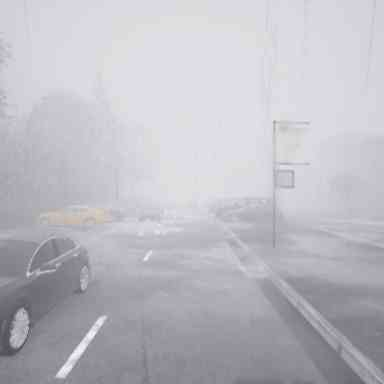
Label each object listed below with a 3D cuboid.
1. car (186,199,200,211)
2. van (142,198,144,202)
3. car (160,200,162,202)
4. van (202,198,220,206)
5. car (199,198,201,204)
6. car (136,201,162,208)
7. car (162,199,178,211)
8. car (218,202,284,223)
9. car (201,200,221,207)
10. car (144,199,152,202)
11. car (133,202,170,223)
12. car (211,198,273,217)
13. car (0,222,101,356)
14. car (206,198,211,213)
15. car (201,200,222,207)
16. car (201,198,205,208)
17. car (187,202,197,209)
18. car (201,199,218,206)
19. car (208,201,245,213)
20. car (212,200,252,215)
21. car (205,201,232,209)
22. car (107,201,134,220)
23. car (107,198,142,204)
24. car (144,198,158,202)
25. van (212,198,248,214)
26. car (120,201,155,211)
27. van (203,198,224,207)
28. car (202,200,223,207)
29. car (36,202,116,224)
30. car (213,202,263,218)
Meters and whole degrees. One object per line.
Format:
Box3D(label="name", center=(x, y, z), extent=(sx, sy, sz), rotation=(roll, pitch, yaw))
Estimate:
Box3D(label="car", center=(-0.027, 2.206, 52.589), extent=(1.837, 1.490, 4.892), rotation=(0, -1, 0))
Box3D(label="van", center=(-8.457, 1.724, 40.191), extent=(4.442, 1.987, 1.878), rotation=(0, -1, 0))
Box3D(label="car", center=(-8.348, 2.064, 59.685), extent=(5.566, 2.045, 2.435), rotation=(0, -1, 0))
Box3D(label="van", center=(4.767, 2.635, 85.105), extent=(4.442, 1.987, 1.878), rotation=(0, -1, 0))
Box3D(label="car", center=(4.500, 2.490, 68.284), extent=(5.366, 1.575, 1.946), rotation=(0, -1, 0))
Box3D(label="car", center=(-8.385, 2.466, 65.126), extent=(4.674, 1.452, 2.002), rotation=(0, -1, 0))
Box3D(label="car", center=(-3.309, 2.226, 53.553), extent=(1.837, 1.490, 4.892), rotation=(0, -2, 0))
Box3D(label="car", center=(4.752, 1.734, 26.249), extent=(4.892, 1.521, 2.231), rotation=(0, -1, 0))
Box3D(label="car", center=(4.662, 2.799, 82.298), extent=(5.008, 1.535, 2.097), rotation=(0, -1, 0))
Box3D(label="car", center=(-8.347, 2.094, 45.758), extent=(4.674, 1.452, 2.002), rotation=(0, -1, 0))
Box3D(label="car", center=(-3.348, 1.828, 28.367), extent=(2.033, 1.411, 5.357), rotation=(0, -1, 0))
Box3D(label="car", center=(4.717, 1.519, 29.054), extent=(5.566, 2.045, 2.435), rotation=(0, -1, 0))
Box3D(label="car", center=(-3.349, 1.562, 6.202), extent=(1.837, 1.490, 4.892), rotation=(0, -1, 0))
Box3D(label="car", center=(4.713, 1.651, 37.463), extent=(5.566, 2.045, 2.435), rotation=(0, -1, 0))
Box3D(label="car", center=(4.691, 2.768, 79.494), extent=(4.792, 1.488, 2.163), rotation=(0, -1, 0))
Box3D(label="car", center=(4.686, 1.962, 54.279), extent=(5.566, 2.045, 2.435), rotation=(0, -1, 0))
Box3D(label="car", center=(-0.048, 2.497, 62.672), extent=(1.895, 1.301, 4.718), rotation=(0, -1, 0))
Box3D(label="car", center=(4.614, 2.797, 87.905), extent=(4.553, 1.767, 2.185), rotation=(0, -1, 0))
Box3D(label="car", center=(4.736, 2.057, 45.866), extent=(4.892, 1.521, 2.231), rotation=(0, -1, 0))
Box3D(label="car", center=(4.770, 1.826, 40.261), extent=(4.553, 1.767, 2.185), rotation=(0, -1, 0))
Box3D(label="car", center=(4.732, 2.349, 59.878), extent=(4.792, 1.488, 2.163), rotation=(0, -1, 0))
Box3D(label="car", center=(-8.337, 1.850, 31.839), extent=(4.674, 1.452, 2.002), rotation=(0, -1, 0))
Box3D(label="car", center=(-8.307, 1.775, 37.409), extent=(4.553, 1.767, 2.185), rotation=(0, -1, 0))
Box3D(label="car", center=(-8.168, 2.103, 48.543), extent=(5.366, 1.575, 1.946), rotation=(0, -1, 0))
Box3D(label="van", center=(4.851, 1.778, 43.067), extent=(4.442, 1.987, 1.878), rotation=(0, -1, 0))
Box3D(label="car", center=(-8.354, 2.158, 51.329), extent=(5.008, 1.535, 2.097), rotation=(0, -1, 0))
Box3D(label="van", center=(4.791, 2.390, 73.895), extent=(4.442, 1.987, 1.878), rotation=(0, -1, 0))
Box3D(label="car", center=(4.697, 2.706, 76.692), extent=(4.792, 1.488, 2.163), rotation=(0, -1, 0))
Box3D(label="car", center=(-8.329, 1.698, 23.485), extent=(5.008, 1.535, 2.097), rotation=(0, -1, 0))
Box3D(label="car", center=(4.737, 1.855, 34.654), extent=(4.892, 1.521, 2.231), rotation=(0, -1, 0))
